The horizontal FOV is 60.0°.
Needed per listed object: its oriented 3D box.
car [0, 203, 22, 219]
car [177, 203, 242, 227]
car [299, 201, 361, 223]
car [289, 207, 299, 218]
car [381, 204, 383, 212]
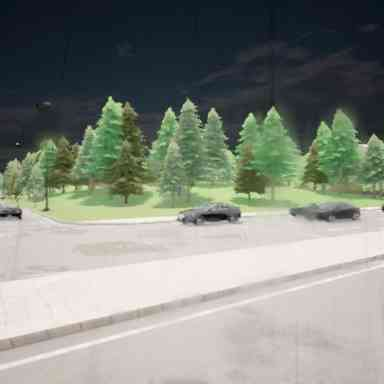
[{"bbox_3d":[-15.911,1.641,28.909,1.895,1.301,4.718,0,0,-30],"label":"car"},{"bbox_3d":[1.284,1.506,23.210,4.902,1.511,2.128,0,0,-34],"label":"car"},{"bbox_3d":[10.800,1.482,25.345,5.008,1.535,1.882,0,0,-33],"label":"car"},{"bbox_3d":[10.787,1.608,29.419,4.718,1.301,1.895,0,0,-33],"label":"car"},{"bbox_3d":[23.264,1.562,37.563,4.181,1.385,1.994,0,0,-33],"label":"car"}]
